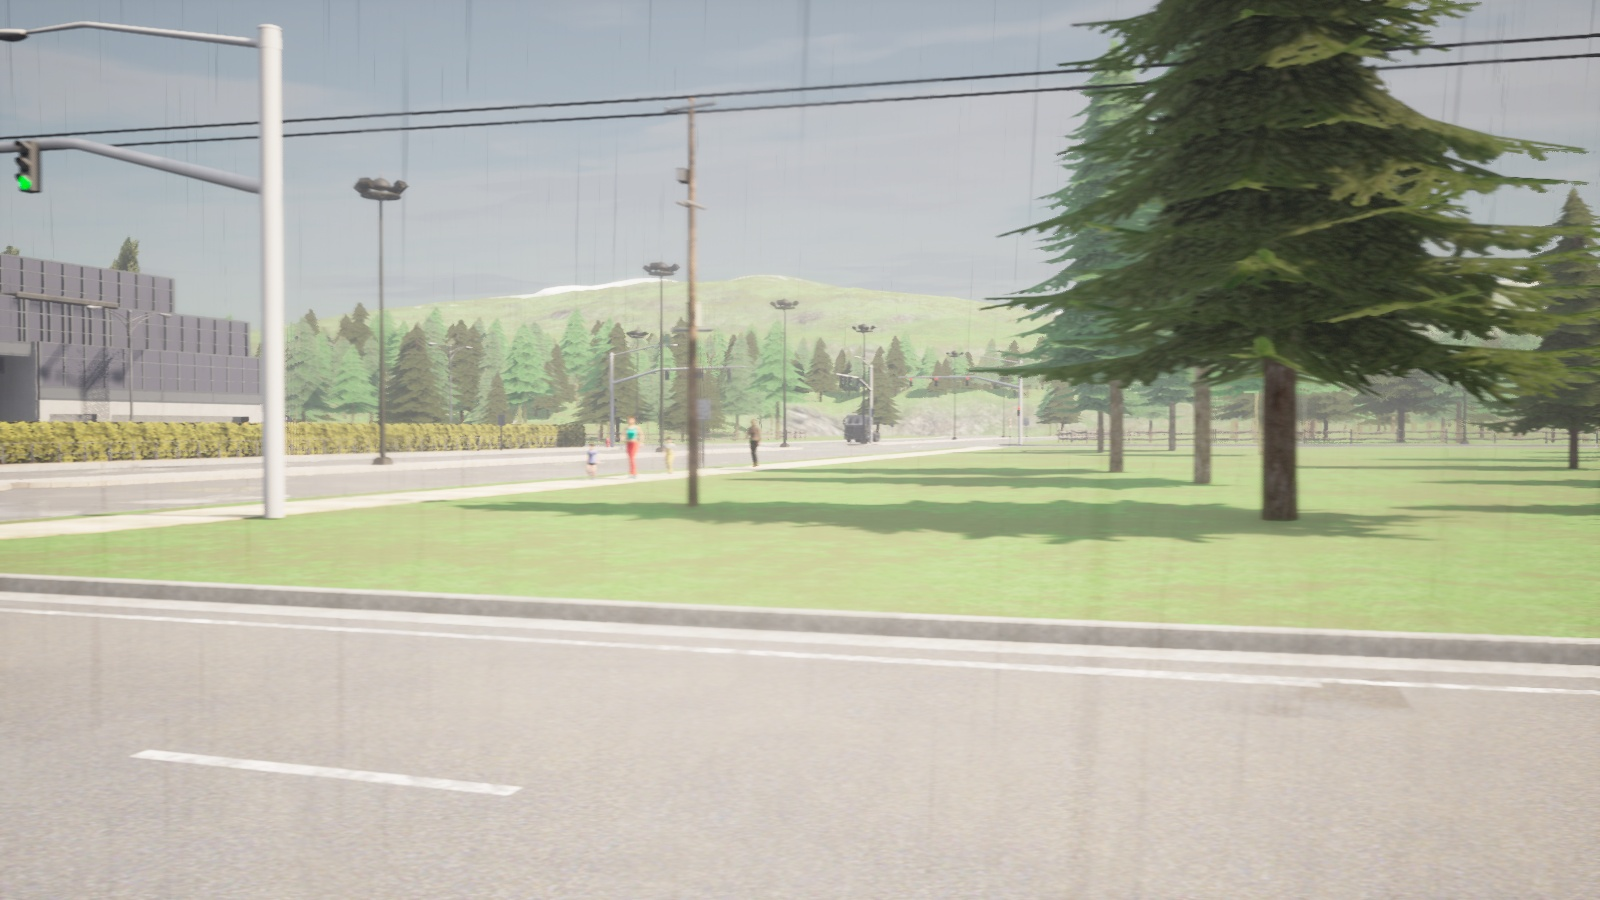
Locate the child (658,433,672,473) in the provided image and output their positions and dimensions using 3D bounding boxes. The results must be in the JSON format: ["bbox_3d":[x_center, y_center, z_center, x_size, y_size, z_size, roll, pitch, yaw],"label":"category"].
[{"bbox_3d":[-4.294,0.082,39.974,0.270,1.263,0.437,1,1,18],"label":"child"}]

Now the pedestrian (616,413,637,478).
[{"bbox_3d":[-4.904,-0.128,35.498,0.345,1.836,0.594,1,1,19],"label":"pedestrian"}]

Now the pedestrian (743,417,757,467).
[{"bbox_3d":[-1.845,-0.292,46.503,0.331,1.846,0.634,1,1,18],"label":"pedestrian"}]

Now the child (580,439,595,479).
[{"bbox_3d":[-5.910,0.256,34.980,0.255,1.110,0.394,1,1,19],"label":"child"}]
